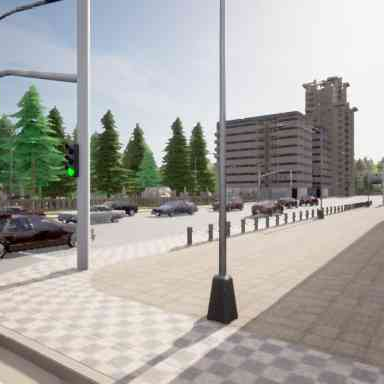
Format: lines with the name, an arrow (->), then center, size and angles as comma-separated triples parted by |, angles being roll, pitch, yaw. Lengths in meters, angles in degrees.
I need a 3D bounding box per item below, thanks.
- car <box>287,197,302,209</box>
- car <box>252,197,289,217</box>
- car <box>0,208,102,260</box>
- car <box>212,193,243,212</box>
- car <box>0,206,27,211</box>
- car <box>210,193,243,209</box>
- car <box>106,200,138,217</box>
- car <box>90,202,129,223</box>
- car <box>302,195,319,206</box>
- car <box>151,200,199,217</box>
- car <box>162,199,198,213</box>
car -> 13.186, 1.505, 45.837 | 1.837, 1.490, 4.892 | 0, 0, 35
car -> 7.205, 1.526, 31.425 | 1.812, 1.442, 4.674 | 0, 0, 35
car -> -6.302, 1.547, 12.457 | 2.033, 1.411, 5.357 | 0, 0, 35
car -> 4.298, 1.352, 39.705 | 2.097, 1.767, 4.553 | 0, 0, 36
car -> -12.534, 1.601, 22.207 | 1.895, 1.301, 4.718 | 0, 0, 37
car -> 4.946, 1.221, 46.600 | 2.150, 2.045, 5.566 | 0, 0, 36
car -> -7.050, 1.478, 29.828 | 1.882, 1.535, 5.008 | 0, 0, 36
car -> -7.110, 1.601, 23.710 | 1.895, 1.301, 4.718 | 0, 0, 35
car -> 19.069, 1.352, 54.102 | 2.097, 1.767, 4.553 | 0, 0, 35
car -> -1.508, 1.547, 31.569 | 2.033, 1.411, 5.357 | 0, 0, 36
car -> -1.304, 1.564, 37.898 | 1.994, 1.385, 4.181 | 0, 0, 35
